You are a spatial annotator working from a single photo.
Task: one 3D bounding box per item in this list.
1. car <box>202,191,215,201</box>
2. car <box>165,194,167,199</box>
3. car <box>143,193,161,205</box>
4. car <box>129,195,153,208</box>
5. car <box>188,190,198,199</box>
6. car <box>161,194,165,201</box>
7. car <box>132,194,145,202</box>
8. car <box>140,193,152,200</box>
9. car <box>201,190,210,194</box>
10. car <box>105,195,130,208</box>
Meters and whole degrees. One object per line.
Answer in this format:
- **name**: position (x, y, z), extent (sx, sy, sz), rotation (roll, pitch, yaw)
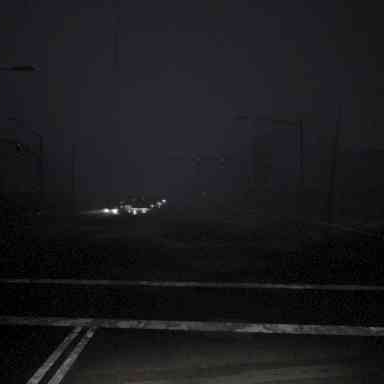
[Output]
- **car**: position (3.731, 1.067, 70.189), extent (1.994, 1.385, 4.181), rotation (0, 1, 0)
- **car**: position (-6.820, 1.003, 75.141), extent (1.895, 1.301, 4.718), rotation (0, 1, 0)
- **car**: position (-6.873, 1.306, 55.143), extent (2.033, 1.411, 5.357), rotation (0, 1, 0)
- **car**: position (-6.921, 1.436, 45.597), extent (1.994, 1.385, 4.181), rotation (0, 1, 1)
- **car**: position (0.183, 0.604, 76.548), extent (2.150, 2.045, 5.566), rotation (0, 1, 0)
- **car**: position (-6.846, 1.210, 64.793), extent (1.895, 1.301, 4.718), rotation (0, 1, 0)
- **car**: position (-10.346, 1.179, 64.516), extent (1.994, 1.385, 4.181), rotation (0, 1, 0)
- **car**: position (-10.320, 0.948, 75.135), extent (2.033, 1.411, 5.357), rotation (0, 1, 0)
- **car**: position (3.710, 0.378, 87.605), extent (2.150, 2.045, 5.566), rotation (0, 1, 0)
- **car**: position (-10.420, 1.370, 45.315), extent (2.128, 1.511, 4.902), rotation (0, 1, 1)
